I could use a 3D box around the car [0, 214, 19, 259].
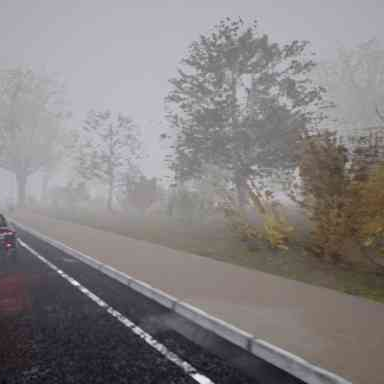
[{"bbox_3d":[-7.520,1.526,11.979,2.128,1.511,4.902,0,0,-35],"label":"car"}]
